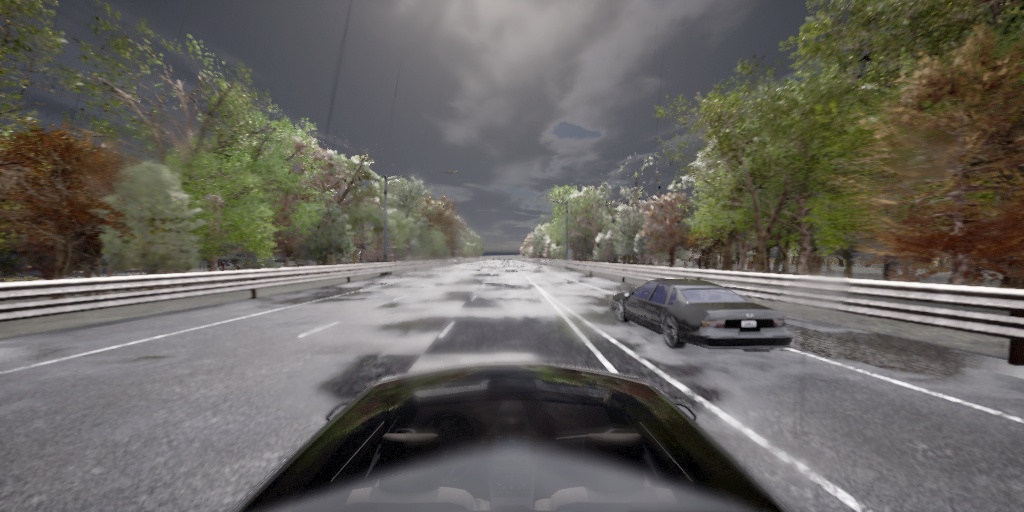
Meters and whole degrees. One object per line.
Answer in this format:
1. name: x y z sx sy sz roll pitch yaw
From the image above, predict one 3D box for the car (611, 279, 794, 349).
1. car: 4.208 1.294 9.095 2.033 1.411 5.357 0 0 -3
